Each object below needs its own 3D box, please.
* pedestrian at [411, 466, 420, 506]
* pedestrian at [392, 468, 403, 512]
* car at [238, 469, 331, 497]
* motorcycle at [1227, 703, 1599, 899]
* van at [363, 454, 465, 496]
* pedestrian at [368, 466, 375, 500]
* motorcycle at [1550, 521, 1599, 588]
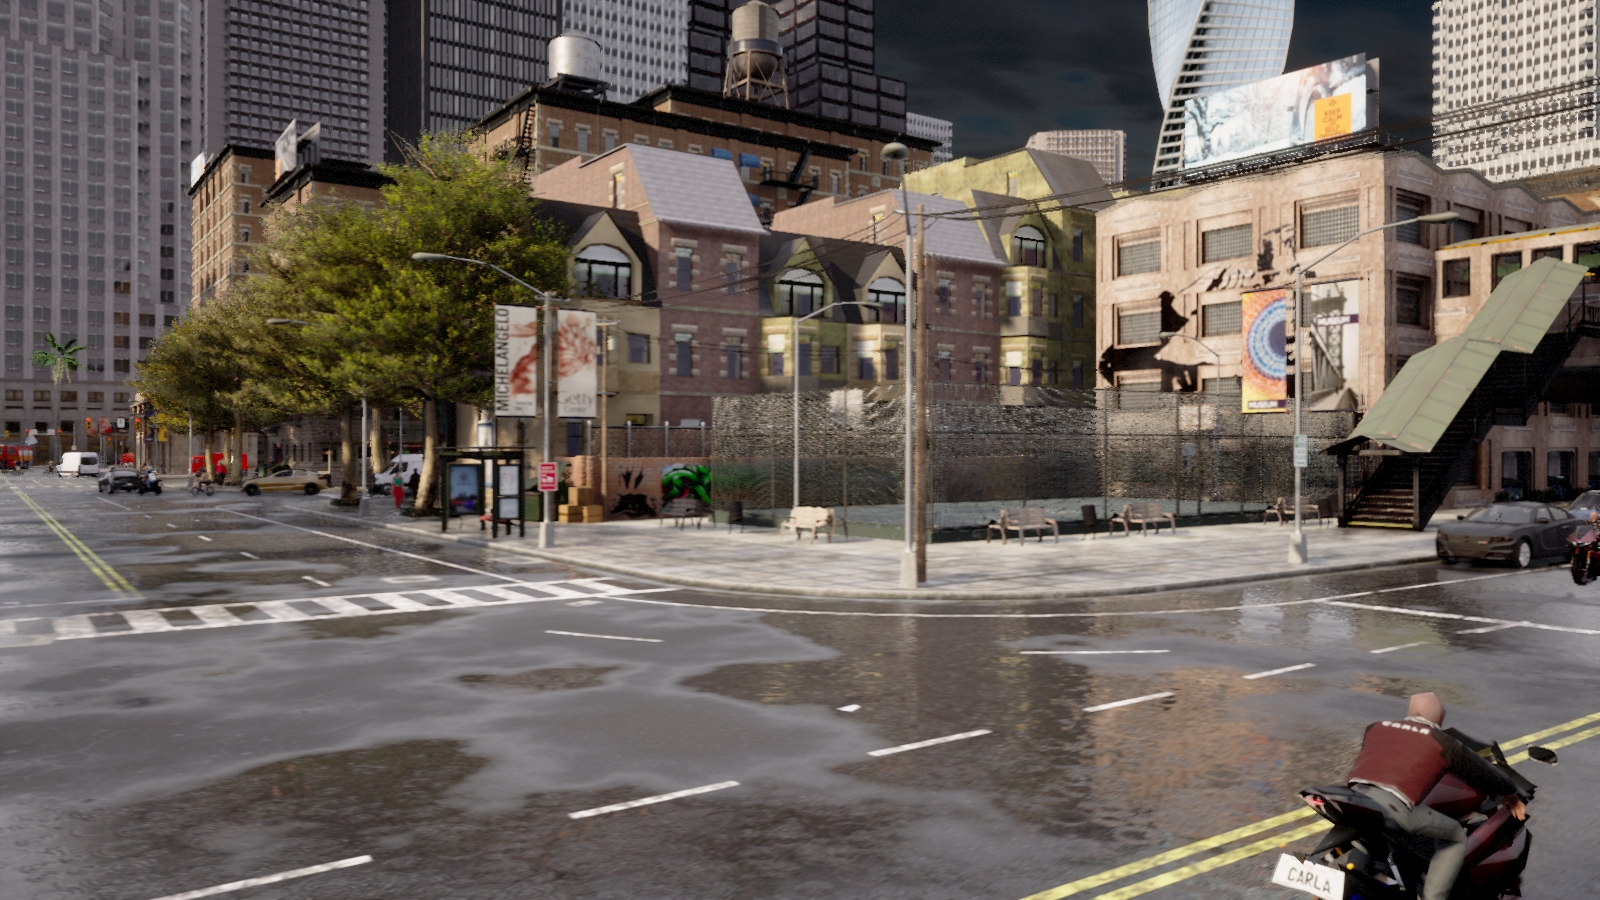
[{"bbox_3d":[-18.148,1.698,53.912,0.375,1.860,0.375,0,0,-29],"label":"pedestrian"},{"bbox_3d":[-17.203,1.700,48.811,0.375,1.860,0.375,0,0,-32],"label":"pedestrian"},{"bbox_3d":[-31.499,1.994,69.987,5.027,1.651,2.152,0,0,-18],"label":"car"},{"bbox_3d":[3.342,2.205,6.146,2.209,1.251,0.867,0,0,-35],"label":"motorcycle"},{"bbox_3d":[-24.681,1.537,73.169,5.915,2.561,1.988,0,0,-35],"label":"van"},{"bbox_3d":[-24.076,1.850,64.163,0.375,1.860,0.375,0,0,-21],"label":"pedestrian"},{"bbox_3d":[16.976,2.207,24.391,2.209,1.251,0.867,0,0,-35],"label":"motorcycle"}]
